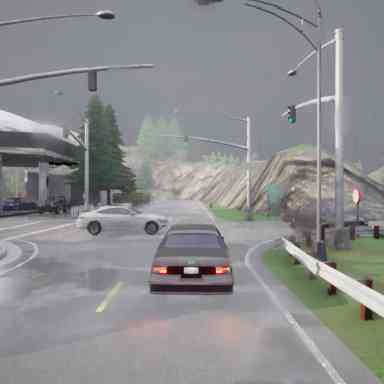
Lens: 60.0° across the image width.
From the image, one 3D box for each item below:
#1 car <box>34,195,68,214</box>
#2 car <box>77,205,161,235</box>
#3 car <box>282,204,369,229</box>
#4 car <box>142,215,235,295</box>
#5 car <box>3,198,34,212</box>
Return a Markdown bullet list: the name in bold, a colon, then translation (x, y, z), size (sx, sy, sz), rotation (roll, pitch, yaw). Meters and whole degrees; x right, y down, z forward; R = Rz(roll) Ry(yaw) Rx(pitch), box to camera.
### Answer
- **car**: translation (-14.583, 1.313, 35.195), size (1.905, 1.878, 3.866), rotation (0, 0, -1)
- **car**: translation (-3.569, 1.415, 17.360), size (4.674, 1.442, 1.812), rotation (0, 0, -1)
- **car**: translation (6.764, 1.358, 17.606), size (2.033, 1.411, 5.357), rotation (0, 0, -14)
- **car**: translation (0.036, 1.547, 8.874), size (2.033, 1.411, 5.357), rotation (0, 0, 1)
- **car**: translation (-20.297, 1.480, 39.464), size (2.242, 1.667, 4.611), rotation (0, 0, -1)
